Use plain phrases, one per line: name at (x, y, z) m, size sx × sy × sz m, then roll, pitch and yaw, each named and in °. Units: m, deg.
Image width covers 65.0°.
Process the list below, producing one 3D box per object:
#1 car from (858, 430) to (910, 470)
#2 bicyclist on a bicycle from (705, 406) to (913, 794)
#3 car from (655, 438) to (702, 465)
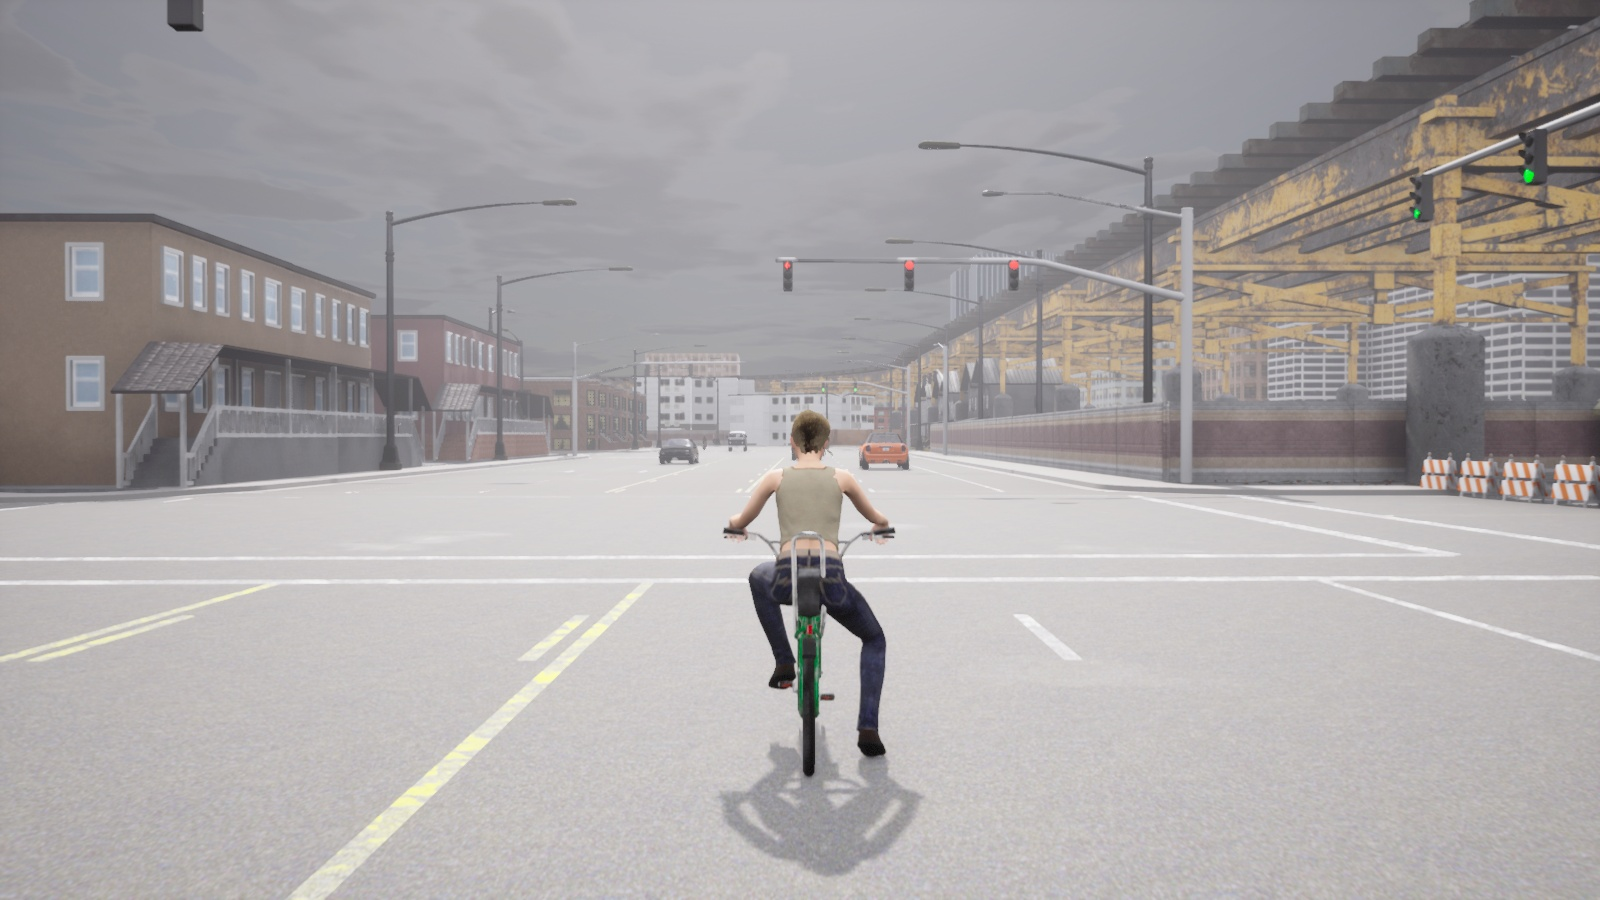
car at (3.843, -0.022, 58.183) m, size 2.097 × 1.767 × 4.553 m, roll 0°, pitch 1°, yaw 0°
bicyclist on a bicycle at (0.043, 0.617, 5.972) m, size 0.866 × 1.612 × 1.509 m, roll 0°, pitch 1°, yaw 0°
car at (-6.598, 0.045, 68.769) m, size 2.033 × 1.411 × 5.357 m, roll 0°, pitch 1°, yaw 0°
